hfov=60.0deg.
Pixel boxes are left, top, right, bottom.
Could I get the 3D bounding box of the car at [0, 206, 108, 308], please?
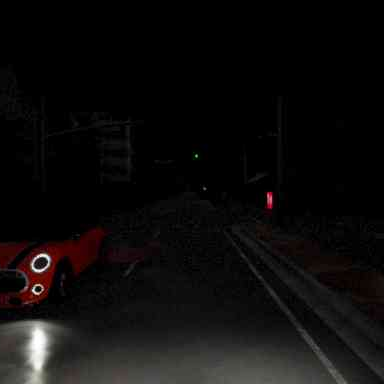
[{"bbox_3d":[-3.572,1.297,8.035,2.097,1.767,4.553,0,0,0],"label":"car"}]
